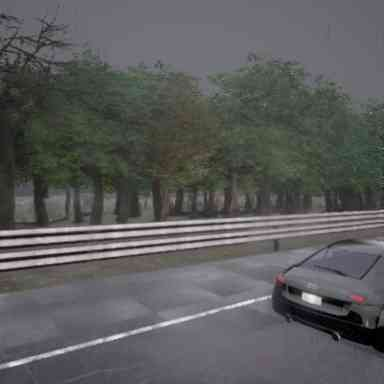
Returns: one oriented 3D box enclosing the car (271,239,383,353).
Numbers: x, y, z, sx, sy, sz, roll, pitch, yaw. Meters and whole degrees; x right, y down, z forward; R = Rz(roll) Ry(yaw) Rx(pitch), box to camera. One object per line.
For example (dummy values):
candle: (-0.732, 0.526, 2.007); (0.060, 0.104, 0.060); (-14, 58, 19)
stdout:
car: (3.443, 1.595, 6.203); (4.181, 1.385, 1.994); (0, 0, -35)
